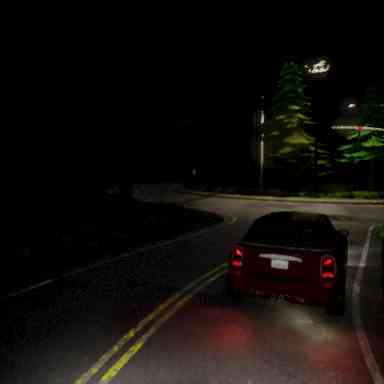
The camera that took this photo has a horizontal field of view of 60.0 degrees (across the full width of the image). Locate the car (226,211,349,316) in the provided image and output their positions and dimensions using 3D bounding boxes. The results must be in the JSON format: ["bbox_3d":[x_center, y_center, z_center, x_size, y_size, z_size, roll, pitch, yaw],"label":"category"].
[{"bbox_3d":[2.436,1.221,7.725,2.097,1.767,4.553,2,2,25],"label":"car"}]
